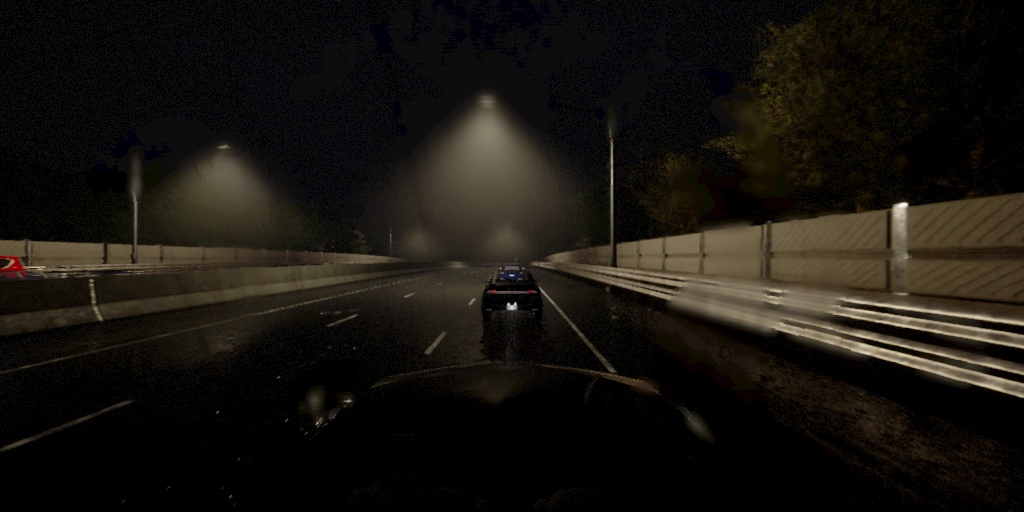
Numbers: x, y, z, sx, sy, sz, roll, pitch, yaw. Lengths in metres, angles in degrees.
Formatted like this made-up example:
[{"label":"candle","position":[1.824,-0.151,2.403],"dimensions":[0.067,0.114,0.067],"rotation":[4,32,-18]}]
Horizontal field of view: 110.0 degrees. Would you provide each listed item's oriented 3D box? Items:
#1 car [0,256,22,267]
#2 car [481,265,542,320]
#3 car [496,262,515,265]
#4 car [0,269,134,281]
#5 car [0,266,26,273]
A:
[{"label":"car","position":[-24.600,0.978,15.089],"dimensions":[2.150,2.045,5.566],"rotation":[0,0,0]},{"label":"car","position":[-0.002,1.249,12.564],"dimensions":[2.128,1.511,4.902],"rotation":[0,0,0]},{"label":"car","position":[-0.004,1.350,27.305],"dimensions":[1.994,1.385,4.181],"rotation":[0,0,0]},{"label":"car","position":[-17.601,1.318,15.188],"dimensions":[1.994,1.385,4.181],"rotation":[0,0,0]},{"label":"car","position":[-21.102,1.301,14.720],"dimensions":[2.033,1.411,5.357],"rotation":[0,0,0]}]
